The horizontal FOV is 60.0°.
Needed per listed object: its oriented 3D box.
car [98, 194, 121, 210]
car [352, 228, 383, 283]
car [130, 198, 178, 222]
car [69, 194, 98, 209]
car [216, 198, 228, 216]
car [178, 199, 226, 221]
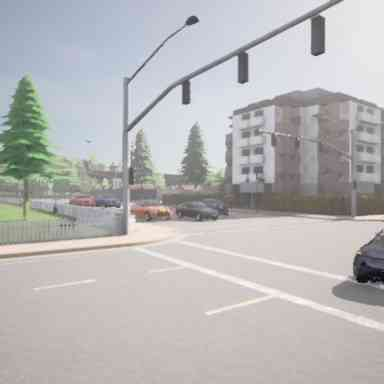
[{"bbox_3d":[-11.769,1.339,46.497,2.150,2.045,5.566,0,-1,-34],"label":"car"},{"bbox_3d":[5.918,1.630,9.049,1.994,1.385,4.181,0,0,42],"label":"car"},{"bbox_3d":[-3.434,1.442,27.792,2.097,1.767,4.553,0,0,-34],"label":"car"},{"bbox_3d":[-14.933,1.318,44.935,2.150,2.045,5.566,0,-1,-33],"label":"car"},{"bbox_3d":[1.564,1.488,33.260,2.097,1.767,4.553,0,0,-34],"label":"car"},{"bbox_3d":[0.433,1.611,28.318,1.837,1.490,4.892,0,1,-34],"label":"car"}]
